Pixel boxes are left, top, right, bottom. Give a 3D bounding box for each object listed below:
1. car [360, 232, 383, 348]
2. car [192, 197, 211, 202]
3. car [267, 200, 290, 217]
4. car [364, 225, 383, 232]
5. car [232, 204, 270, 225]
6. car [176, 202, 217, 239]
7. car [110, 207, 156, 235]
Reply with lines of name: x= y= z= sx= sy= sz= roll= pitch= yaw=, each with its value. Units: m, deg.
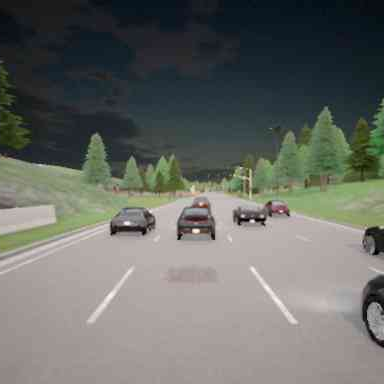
car: x=3.600 y=1.500 z=3.373 sx=1.837 sy=1.490 sz=4.892 roll=0 pitch=0 yaw=0
car: x=1.050 y=1.302 z=36.415 sx=2.097 sy=1.767 sz=4.553 roll=0 pitch=0 yaw=3
car: x=7.757 y=1.484 z=30.843 sx=1.812 sy=1.442 sz=4.674 roll=0 pitch=0 yaw=3
car: x=7.127 y=1.478 z=10.195 sx=2.128 sy=1.511 sz=4.902 roll=0 pitch=0 yaw=1
car: x=3.928 y=1.569 z=23.413 sx=1.895 sy=1.301 sz=4.718 roll=0 pitch=0 yaw=2
car: x=0.242 y=1.481 z=17.259 sx=1.837 sy=1.490 sz=4.892 roll=0 pitch=0 yaw=1
car: x=-3.218 y=1.538 z=18.737 sx=1.994 sy=1.385 sz=4.181 roll=0 pitch=0 yaw=1
